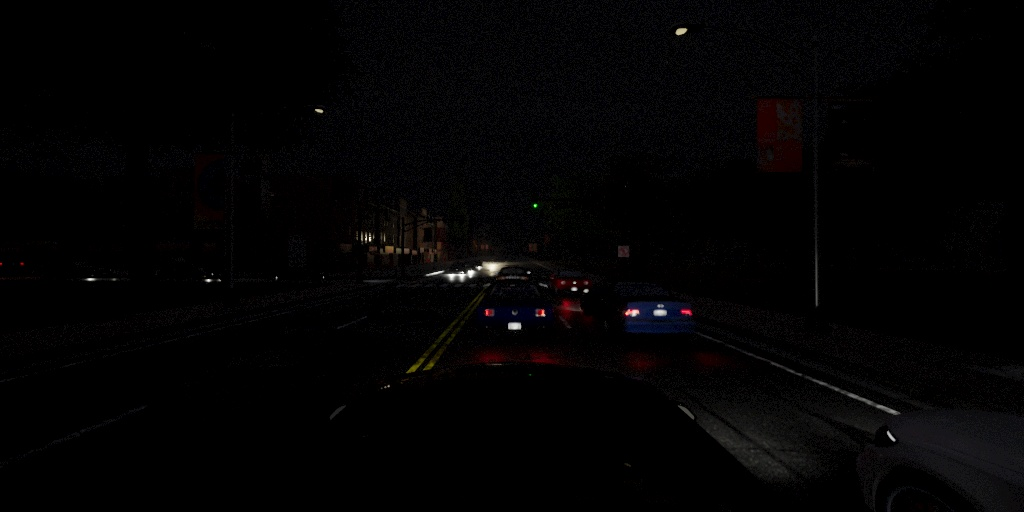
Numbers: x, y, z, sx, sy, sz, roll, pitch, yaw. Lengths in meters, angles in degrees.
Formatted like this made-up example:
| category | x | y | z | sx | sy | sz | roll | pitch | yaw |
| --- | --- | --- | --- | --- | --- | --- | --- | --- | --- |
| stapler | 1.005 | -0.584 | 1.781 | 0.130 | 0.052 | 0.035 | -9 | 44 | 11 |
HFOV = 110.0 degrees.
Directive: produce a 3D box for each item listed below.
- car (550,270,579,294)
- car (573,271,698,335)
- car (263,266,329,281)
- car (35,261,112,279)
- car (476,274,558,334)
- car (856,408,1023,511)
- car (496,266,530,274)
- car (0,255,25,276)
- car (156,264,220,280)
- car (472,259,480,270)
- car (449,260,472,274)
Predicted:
| category | x | y | z | sx | sy | sz | roll | pitch | yaw |
| --- | --- | --- | --- | --- | --- | --- | --- | --- | --- |
| car | 3.306 | 1.462 | 21.172 | 1.895 | 1.301 | 4.718 | 0 | 0 | 0 |
| car | 3.330 | 1.331 | 10.532 | 2.033 | 1.411 | 5.357 | 0 | 0 | 0 |
| car | -18.094 | 1.468 | 30.243 | 4.718 | 1.301 | 1.895 | 1 | 0 | 0 |
| car | -36.879 | 1.184 | 30.255 | 5.008 | 1.535 | 1.882 | 0 | 0 | 0 |
| car | 0.083 | 1.385 | 10.717 | 1.895 | 1.301 | 4.718 | 0 | 0 | 0 |
| car | 3.344 | 1.274 | 0.542 | 1.812 | 1.442 | 4.674 | 0 | 0 | 0 |
| car | 0.058 | 1.338 | 21.189 | 1.882 | 1.535 | 5.008 | 0 | 0 | 0 |
| car | -48.912 | 0.885 | 33.214 | 5.566 | 2.045 | 2.150 | 0 | 0 | 0 |
| car | -27.255 | 1.344 | 30.241 | 4.181 | 1.385 | 1.994 | 0 | 0 | 0 |
| car | -6.606 | 1.322 | 54.945 | 2.128 | 1.511 | 4.902 | 0 | 0 | 0 |
| car | -6.611 | 1.455 | 44.865 | 1.994 | 1.385 | 4.181 | 0 | 0 | 0 |
